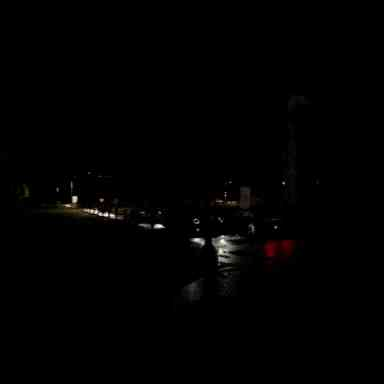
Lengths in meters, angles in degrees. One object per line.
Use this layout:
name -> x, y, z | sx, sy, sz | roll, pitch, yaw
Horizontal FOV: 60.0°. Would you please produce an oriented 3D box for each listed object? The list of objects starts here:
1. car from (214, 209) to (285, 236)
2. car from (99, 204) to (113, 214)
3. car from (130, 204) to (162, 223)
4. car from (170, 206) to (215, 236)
car -> 3.654, 1.791, 20.611 | 2.128, 1.511, 4.902 | -1, -1, -24
car -> -13.807, 2.605, 53.060 | 2.128, 1.511, 4.902 | -1, -1, -24
car -> -4.474, 1.982, 31.994 | 2.097, 1.767, 4.553 | -1, -1, -24
car -> 0.211, 1.735, 21.510 | 2.097, 1.767, 4.553 | -1, -1, -24
